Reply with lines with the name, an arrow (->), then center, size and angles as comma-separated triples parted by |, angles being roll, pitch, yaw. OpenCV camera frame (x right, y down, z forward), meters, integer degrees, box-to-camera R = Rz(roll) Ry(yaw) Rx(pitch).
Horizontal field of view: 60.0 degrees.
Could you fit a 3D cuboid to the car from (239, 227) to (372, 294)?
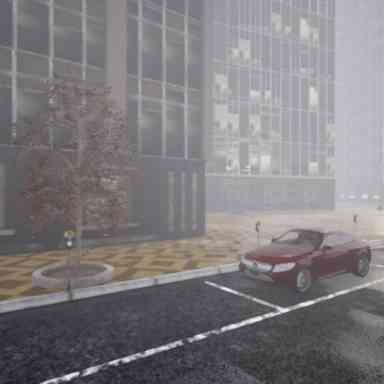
car -> 3.134, 1.608, 8.786 | 4.206, 1.307, 1.802 | 0, 0, -35
